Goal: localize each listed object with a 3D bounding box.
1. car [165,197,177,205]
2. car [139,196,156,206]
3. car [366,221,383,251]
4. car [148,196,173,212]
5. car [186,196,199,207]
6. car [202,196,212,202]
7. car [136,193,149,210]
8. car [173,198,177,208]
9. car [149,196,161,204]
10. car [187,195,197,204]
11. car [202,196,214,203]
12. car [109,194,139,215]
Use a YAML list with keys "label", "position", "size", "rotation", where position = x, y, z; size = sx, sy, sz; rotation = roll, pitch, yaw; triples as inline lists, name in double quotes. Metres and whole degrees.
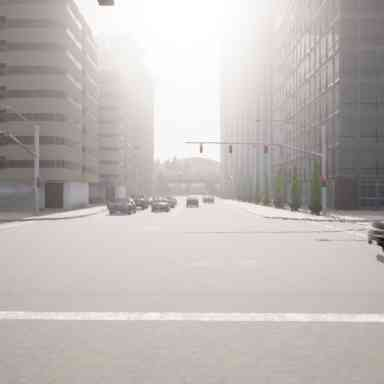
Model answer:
- label: "car"
  position: [-3.621, 1.601, 57.913]
  size: [1.895, 1.301, 4.718]
  rotation: [0, 0, 0]
- label: "car"
  position: [-7.129, 1.491, 53.990]
  size: [2.128, 1.511, 4.902]
  rotation: [0, 0, 0]
- label: "car"
  position: [8.380, 1.436, 10.867]
  size: [4.902, 1.511, 2.128]
  rotation: [0, 0, 0]
- label: "car"
  position: [-3.628, 1.505, 38.940]
  size: [1.837, 1.490, 4.892]
  rotation: [0, 0, 0]
- label: "car"
  position: [0.071, 1.478, 52.724]
  size: [1.882, 1.535, 5.008]
  rotation: [0, 0, 0]
- label: "car"
  position: [3.445, 1.528, 76.167]
  size: [1.994, 1.385, 4.181]
  rotation: [0, 0, 0]
- label: "car"
  position: [-7.129, 1.221, 44.031]
  size: [2.150, 2.045, 5.566]
  rotation: [0, 0, 0]
- label: "car"
  position: [-3.631, 1.352, 48.144]
  size: [2.097, 1.767, 4.553]
  rotation: [0, 0, 0]
- label: "car"
  position: [-7.092, 1.505, 64.430]
  size: [1.837, 1.490, 4.892]
  rotation: [0, 0, 0]
- label: "car"
  position: [-0.048, 1.478, 66.664]
  size: [1.882, 1.535, 5.008]
  rotation: [0, 0, 0]
- label: "car"
  position: [3.452, 1.505, 67.500]
  size: [1.837, 1.490, 4.892]
  rotation: [0, 0, 0]
- label: "car"
  position: [-7.125, 1.352, 34.442]
  size: [2.097, 1.767, 4.553]
  rotation: [0, 0, 0]
